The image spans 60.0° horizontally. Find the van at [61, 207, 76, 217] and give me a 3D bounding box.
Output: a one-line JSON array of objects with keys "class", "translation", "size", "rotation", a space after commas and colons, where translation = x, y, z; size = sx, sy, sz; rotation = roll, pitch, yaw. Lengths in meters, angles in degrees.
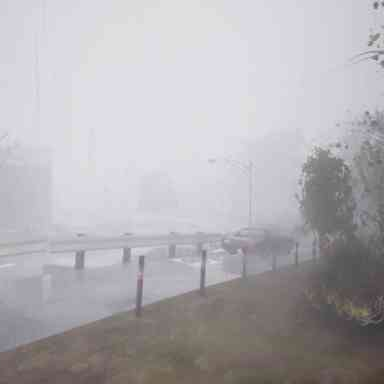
[{"class": "van", "translation": [-23.416, 3.982, 66.409], "size": [1.878, 1.987, 4.442], "rotation": [1, 1, 19]}]

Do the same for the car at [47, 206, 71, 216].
[{"class": "car", "translation": [-28.083, 4.019, 70.258], "size": [2.185, 1.767, 4.553], "rotation": [0, 1, 19]}]

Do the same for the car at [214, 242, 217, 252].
[{"class": "car", "translation": [0.223, 4.430, 23.757], "size": [5.566, 2.045, 2.435], "rotation": [1, 1, 17]}]

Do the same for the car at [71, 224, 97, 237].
[{"class": "car", "translation": [-13.161, 4.248, 34.155], "size": [5.566, 2.045, 2.435], "rotation": [0, 0, 17]}]

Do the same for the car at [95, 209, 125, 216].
[{"class": "car", "translation": [-13.998, 4.080, 58.985], "size": [2.435, 2.045, 5.566], "rotation": [1, 1, 19]}]

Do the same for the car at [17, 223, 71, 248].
[{"class": "car", "translation": [-14.954, 4.249, 31.801], "size": [5.566, 2.045, 2.435], "rotation": [0, 0, 17]}]

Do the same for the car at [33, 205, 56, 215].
[{"class": "car", "translation": [-32.729, 3.957, 74.082], "size": [2.185, 1.767, 4.553], "rotation": [1, 1, 19]}]

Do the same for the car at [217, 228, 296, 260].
[{"class": "car", "translation": [3.442, 2.432, 16.313], "size": [1.895, 1.301, 4.718], "rotation": [1, -4, 37]}]

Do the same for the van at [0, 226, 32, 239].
[{"class": "van", "translation": [-16.886, 4.275, 29.480], "size": [4.442, 1.987, 1.878], "rotation": [0, 0, 17]}]

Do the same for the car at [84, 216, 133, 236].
[{"class": "car", "translation": [-9.634, 4.247, 38.866], "size": [5.566, 2.045, 2.435], "rotation": [0, 0, 17]}]

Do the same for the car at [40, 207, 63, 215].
[{"class": "car", "translation": [-30.408, 4.153, 72.171], "size": [2.002, 1.452, 4.674], "rotation": [0, 1, 19]}]

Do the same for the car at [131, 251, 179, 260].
[{"class": "car", "translation": [-3.438, 4.557, 18.929], "size": [4.553, 1.767, 2.185], "rotation": [1, 1, 17]}]

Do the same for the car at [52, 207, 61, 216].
[{"class": "car", "translation": [-25.718, 4.175, 68.410], "size": [2.097, 1.535, 5.008], "rotation": [1, 1, 19]}]

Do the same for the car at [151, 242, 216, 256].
[{"class": "car", "translation": [-1.663, 4.429, 21.346], "size": [5.566, 2.045, 2.435], "rotation": [1, 1, 17]}]

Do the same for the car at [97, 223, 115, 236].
[{"class": "car", "translation": [-11.370, 4.529, 36.521], "size": [4.792, 1.488, 2.163], "rotation": [0, 0, 17]}]

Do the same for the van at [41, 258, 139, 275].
[{"class": "van", "translation": [-5.183, 4.458, 16.509], "size": [4.442, 1.987, 1.878], "rotation": [1, 1, 17]}]

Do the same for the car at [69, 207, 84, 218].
[{"class": "car", "translation": [-21.045, 4.277, 64.644], "size": [2.002, 1.452, 4.674], "rotation": [0, 1, 19]}]

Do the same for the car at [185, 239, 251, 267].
[{"class": "car", "translation": [2.047, 4.710, 26.168], "size": [4.792, 1.488, 2.163], "rotation": [1, 1, 17]}]

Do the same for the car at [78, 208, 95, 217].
[{"class": "car", "translation": [-18.636, 4.262, 62.946], "size": [1.946, 1.575, 5.366], "rotation": [0, 1, 19]}]
